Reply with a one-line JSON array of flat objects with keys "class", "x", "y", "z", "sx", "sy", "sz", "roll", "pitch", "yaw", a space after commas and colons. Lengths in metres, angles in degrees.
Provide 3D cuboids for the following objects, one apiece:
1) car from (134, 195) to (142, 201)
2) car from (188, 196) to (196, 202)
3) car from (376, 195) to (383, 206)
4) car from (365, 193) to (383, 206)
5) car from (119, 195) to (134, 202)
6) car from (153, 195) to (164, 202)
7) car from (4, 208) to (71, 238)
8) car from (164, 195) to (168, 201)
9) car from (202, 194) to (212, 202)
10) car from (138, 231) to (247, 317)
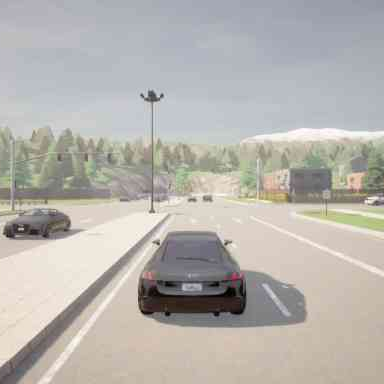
[{"class": "car", "x": -14.957, "y": 1.500, "z": 86.750, "sx": 1.837, "sy": 1.490, "sz": 4.892, "roll": 0, "pitch": 0, "yaw": 0}, {"class": "car", "x": 0.038, "y": 1.595, "z": 77.205, "sx": 1.895, "sy": 1.301, "sz": 4.718, "roll": 0, "pitch": 0, "yaw": 0}, {"class": "car", "x": 31.343, "y": 1.547, "z": 50.079, "sx": 5.357, "sy": 1.411, "sz": 2.033, "roll": 0, "pitch": 0, "yaw": 0}, {"class": "car", "x": 30.940, "y": 1.222, "z": 53.563, "sx": 5.566, "sy": 2.045, "sz": 2.150, "roll": 0, "pitch": 0, "yaw": 0}, {"class": "car", "x": -14.964, "y": 1.540, "z": 74.580, "sx": 2.033, "sy": 1.411, "sz": 5.357, "roll": 0, "pitch": 0, "yaw": 0}, {"class": "car", "x": -7.964, "y": 1.524, "z": 74.216, "sx": 1.812, "sy": 1.442, "sz": 4.674, "roll": 0, "pitch": 0, "yaw": 0}, {"class": "car", "x": -8.013, "y": 1.564, "z": 17.625, "sx": 1.994, "sy": 1.385, "sz": 4.181, "roll": 0, "pitch": 0, "yaw": 1}, {"class": "car", "x": -7.958, "y": 1.524, "z": 85.682, "sx": 1.812, "sy": 1.442, "sz": 4.674, "roll": 0, "pitch": 0, "yaw": 0}, {"class": "car", "x": 3.539, "y": 1.355, "z": 78.281, "sx": 2.097, "sy": 1.767, "sz": 4.553, "roll": 0, "pitch": 0, "yaw": 0}, {"class": "car", "x": 0.003, "y": 1.563, "z": 7.579, "sx": 1.994, "sy": 1.385, "sz": 4.181, "roll": 0, "pitch": 0, "yaw": 0}]
